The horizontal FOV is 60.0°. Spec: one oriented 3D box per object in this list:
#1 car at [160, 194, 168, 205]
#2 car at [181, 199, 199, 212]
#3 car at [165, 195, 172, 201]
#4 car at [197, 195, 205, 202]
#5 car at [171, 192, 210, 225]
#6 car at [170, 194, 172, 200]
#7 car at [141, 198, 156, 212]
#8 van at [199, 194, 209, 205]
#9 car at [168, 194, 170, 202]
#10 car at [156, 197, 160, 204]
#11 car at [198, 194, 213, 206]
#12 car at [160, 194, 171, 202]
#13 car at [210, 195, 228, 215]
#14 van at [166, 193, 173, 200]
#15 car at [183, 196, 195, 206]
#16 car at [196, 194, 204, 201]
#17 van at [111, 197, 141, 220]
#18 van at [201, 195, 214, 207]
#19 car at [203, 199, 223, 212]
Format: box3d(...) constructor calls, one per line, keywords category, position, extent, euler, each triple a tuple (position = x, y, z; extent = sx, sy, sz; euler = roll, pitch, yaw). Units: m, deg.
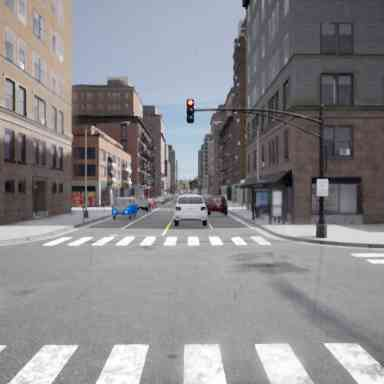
box3d(category="car", position=(-5.910, 1.508, 60.262), extent=(1.752, 1.417, 4.829), euler=(0, 0, -1))
box3d(category="car", position=(-0.234, 1.537, 39.737), extent=(2.033, 1.411, 5.357), euler=(0, 0, 0))
box3d(category="car", position=(-6.146, 1.554, 87.461), extent=(1.802, 1.307, 4.206), euler=(0, 0, -1))
box3d(category="car", position=(2.006, 1.501, 76.892), extent=(1.752, 1.417, 4.829), euler=(0, 0, -1))
box3d(category="car", position=(-0.095, 1.217, 23.898), extent=(2.150, 2.045, 5.566), euler=(0, 0, 0))
box3d(category="car", position=(-6.006, 1.544, 71.243), extent=(1.947, 1.339, 4.313), euler=(0, 0, -1))
box3d(category="car", position=(-5.724, 1.556, 38.807), extent=(1.947, 1.339, 4.313), euler=(0, 0, -1))
box3d(category="van", position=(2.167, 1.323, 60.505), extent=(1.690, 1.788, 3.998), euler=(0, 0, -1))
box3d(category="car", position=(-5.959, 1.531, 65.837), extent=(2.008, 1.369, 4.403), euler=(0, 0, -1))
box3d(category="car", position=(-5.771, 1.533, 44.213), extent=(1.887, 1.381, 4.507), euler=(0, 0, -1))
box3d(category="car", position=(2.220, 1.299, 55.099), extent=(2.192, 1.841, 5.009), euler=(0, 0, -1))
box3d(category="car", position=(-6.053, 1.291, 76.649), extent=(2.192, 1.841, 5.009), euler=(0, 0, -1))
box3d(category="car", position=(2.434, 1.306, 33.474), extent=(2.192, 1.841, 5.009), euler=(0, 0, -1))
box3d(category="van", position=(-6.193, 1.312, 92.867), extent=(1.690, 1.788, 3.998), euler=(0, 0, -1))
box3d(category="car", position=(-0.444, 1.461, 55.272), extent=(1.882, 1.535, 5.008), euler=(0, 0, 0))
box3d(category="car", position=(1.954, 1.414, 82.128), extent=(1.967, 1.590, 4.097), euler=(0, 0, -1))
box3d(category="van", position=(-5.630, 1.334, 27.994), extent=(1.690, 1.788, 3.998), euler=(0, 0, -1))
box3d(category="van", position=(2.274, 1.327, 49.692), extent=(1.690, 1.788, 3.998), euler=(0, 0, -1))
box3d(category="car", position=(2.380, 1.540, 38.880), extent=(2.008, 1.369, 4.403), euler=(0, 0, -1))
